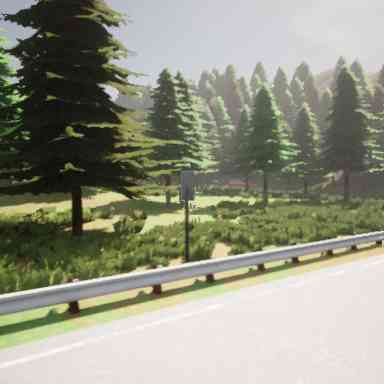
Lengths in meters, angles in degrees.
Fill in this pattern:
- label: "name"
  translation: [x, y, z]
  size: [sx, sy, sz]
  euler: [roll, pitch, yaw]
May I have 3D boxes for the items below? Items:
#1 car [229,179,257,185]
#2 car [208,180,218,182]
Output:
- label: "car"
  translation: [7.523, -1.063, 48.162]
  size: [4.553, 1.767, 2.097]
  euler: [5, 3, 16]
- label: "car"
  translation: [2.934, -1.244, 52.595]
  size: [4.718, 1.301, 1.895]
  euler: [4, 1, 10]
